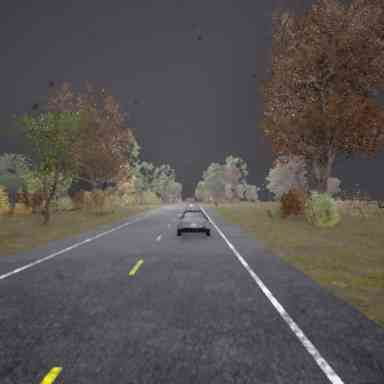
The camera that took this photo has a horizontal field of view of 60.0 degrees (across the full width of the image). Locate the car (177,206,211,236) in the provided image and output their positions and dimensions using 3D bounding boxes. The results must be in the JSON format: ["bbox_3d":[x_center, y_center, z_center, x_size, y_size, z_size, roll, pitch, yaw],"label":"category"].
[{"bbox_3d":[0.097,1.809,20.311,1.994,1.385,4.181,0,-1,0],"label":"car"}]

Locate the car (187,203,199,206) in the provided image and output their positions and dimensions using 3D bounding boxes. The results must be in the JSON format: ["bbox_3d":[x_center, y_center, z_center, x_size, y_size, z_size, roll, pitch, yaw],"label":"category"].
[{"bbox_3d":[0.105,2.055,39.479,2.033,1.411,5.357,0,-1,0],"label":"car"}]
